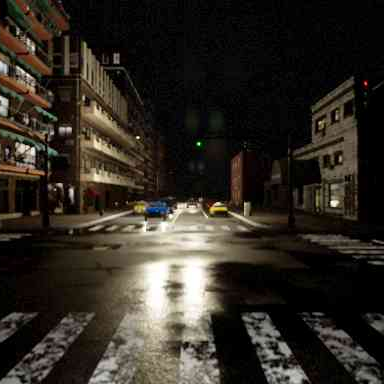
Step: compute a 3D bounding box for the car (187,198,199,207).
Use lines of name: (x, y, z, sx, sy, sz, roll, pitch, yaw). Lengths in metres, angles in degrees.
car: (0.039, 2.040, 59.963, 1.895, 1.301, 4.718, 0, 0, 0)

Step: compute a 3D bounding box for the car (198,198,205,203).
car: (2.604, 2.208, 88.918, 1.752, 1.417, 4.829, 0, -1, 0)

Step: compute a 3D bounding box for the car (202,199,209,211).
car: (2.649, 1.900, 44.436, 1.802, 1.307, 4.206, 0, 0, 0)

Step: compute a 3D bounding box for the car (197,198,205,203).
car: (2.598, 2.280, 94.287, 2.008, 1.369, 4.403, 0, -1, 0)

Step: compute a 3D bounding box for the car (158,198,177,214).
car: (-3.120, 1.806, 39.496, 1.812, 1.442, 4.674, 0, 0, 0)

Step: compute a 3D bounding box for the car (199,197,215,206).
car: (2.644, 1.675, 49.977, 2.192, 1.841, 5.009, 0, 0, 0)

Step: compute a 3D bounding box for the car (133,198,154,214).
car: (-5.726, 1.800, 38.718, 1.752, 1.417, 4.829, 0, 0, 0)

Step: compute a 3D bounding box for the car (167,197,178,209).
car: (-3.124, 1.862, 49.564, 1.837, 1.490, 4.892, 0, 0, 0)

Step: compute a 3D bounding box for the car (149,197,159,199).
car: (-5.736, 1.675, 49.968, 2.192, 1.841, 5.009, 0, 0, 0)

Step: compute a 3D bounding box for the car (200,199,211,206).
car: (2.627, 2.044, 66.592, 2.008, 1.369, 4.403, 0, 0, 0)

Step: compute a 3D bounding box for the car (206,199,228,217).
car: (2.660, 1.762, 33.528, 1.752, 1.417, 4.829, 0, 0, 0)

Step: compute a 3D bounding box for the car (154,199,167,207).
car: (-5.749, 1.999, 61.044, 2.008, 1.369, 4.403, 0, 0, 0)

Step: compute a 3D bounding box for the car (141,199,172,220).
car: (-3.129, 1.690, 30.219, 1.882, 1.535, 5.008, 0, 0, 0)

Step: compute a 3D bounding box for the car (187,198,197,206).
car: (-0.023, 2.067, 70.172, 2.033, 1.411, 5.357, 0, 0, 0)

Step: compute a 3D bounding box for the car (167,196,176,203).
car: (-5.782, 2.045, 94.281, 2.192, 1.841, 5.009, 0, 0, 0)
